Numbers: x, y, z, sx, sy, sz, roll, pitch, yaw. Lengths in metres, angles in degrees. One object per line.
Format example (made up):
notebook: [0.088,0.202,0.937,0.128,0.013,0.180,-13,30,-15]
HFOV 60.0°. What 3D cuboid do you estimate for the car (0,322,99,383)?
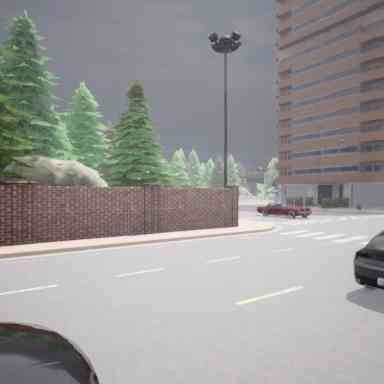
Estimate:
car: [-2.925,1.491,1.653,4.902,1.511,2.128,0,0,-36]

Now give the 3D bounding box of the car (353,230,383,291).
car: [5.746,1.506,7.865,4.892,1.490,1.837,0,0,-35]

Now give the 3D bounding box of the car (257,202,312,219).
car: [7.979,1.545,28.982,1.895,1.301,4.718,0,0,-35]
